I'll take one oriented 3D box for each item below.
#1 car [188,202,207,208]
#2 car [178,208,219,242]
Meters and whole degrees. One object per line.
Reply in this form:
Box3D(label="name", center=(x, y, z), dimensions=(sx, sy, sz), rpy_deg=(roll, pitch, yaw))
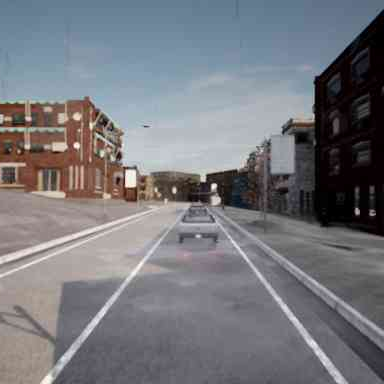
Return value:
Box3D(label="car", center=(0.589, 1.828, 35.631), dimensions=(2.128, 1.511, 4.902), rpy_deg=(0, -1, 1))
Box3D(label="car", center=(0.320, 1.724, 17.156), dimensions=(1.895, 1.301, 4.718), rpy_deg=(0, -1, 1))
